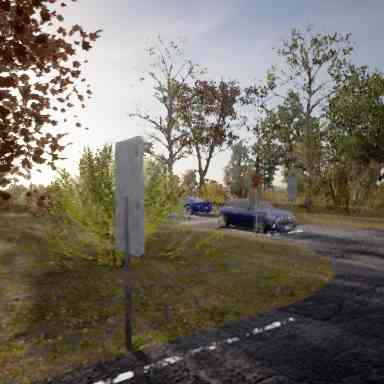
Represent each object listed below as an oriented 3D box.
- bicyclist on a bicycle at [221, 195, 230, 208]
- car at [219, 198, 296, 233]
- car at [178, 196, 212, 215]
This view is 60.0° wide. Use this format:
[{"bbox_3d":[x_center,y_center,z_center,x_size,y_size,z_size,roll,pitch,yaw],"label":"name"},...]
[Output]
[{"bbox_3d":[3.191,1.088,29.577,1.656,1.620,0.582,0,1,-35],"label":"bicyclist on a bicycle"},{"bbox_3d":[3.549,1.192,18.634,2.097,1.767,4.553,-1,1,-34],"label":"car"},{"bbox_3d":[-0.286,1.118,29.236,1.882,1.535,5.008,-1,1,-35],"label":"car"}]
